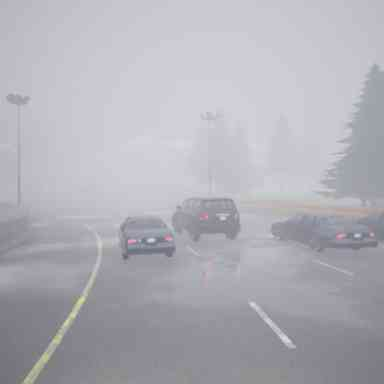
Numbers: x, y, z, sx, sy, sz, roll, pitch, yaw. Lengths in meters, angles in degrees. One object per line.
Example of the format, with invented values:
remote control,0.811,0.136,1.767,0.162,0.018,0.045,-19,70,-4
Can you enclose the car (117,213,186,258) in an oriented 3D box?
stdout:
car,-1.925,1.620,13.198,2.033,1.411,5.357,0,0,-14

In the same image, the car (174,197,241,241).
car,0.574,1.266,17.223,2.150,2.045,5.566,0,0,-17

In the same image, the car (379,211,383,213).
car,8.703,1.533,14.458,2.033,1.411,5.357,0,0,-12

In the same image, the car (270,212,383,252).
car,5.220,1.562,14.024,2.033,1.411,5.357,-1,0,-13
